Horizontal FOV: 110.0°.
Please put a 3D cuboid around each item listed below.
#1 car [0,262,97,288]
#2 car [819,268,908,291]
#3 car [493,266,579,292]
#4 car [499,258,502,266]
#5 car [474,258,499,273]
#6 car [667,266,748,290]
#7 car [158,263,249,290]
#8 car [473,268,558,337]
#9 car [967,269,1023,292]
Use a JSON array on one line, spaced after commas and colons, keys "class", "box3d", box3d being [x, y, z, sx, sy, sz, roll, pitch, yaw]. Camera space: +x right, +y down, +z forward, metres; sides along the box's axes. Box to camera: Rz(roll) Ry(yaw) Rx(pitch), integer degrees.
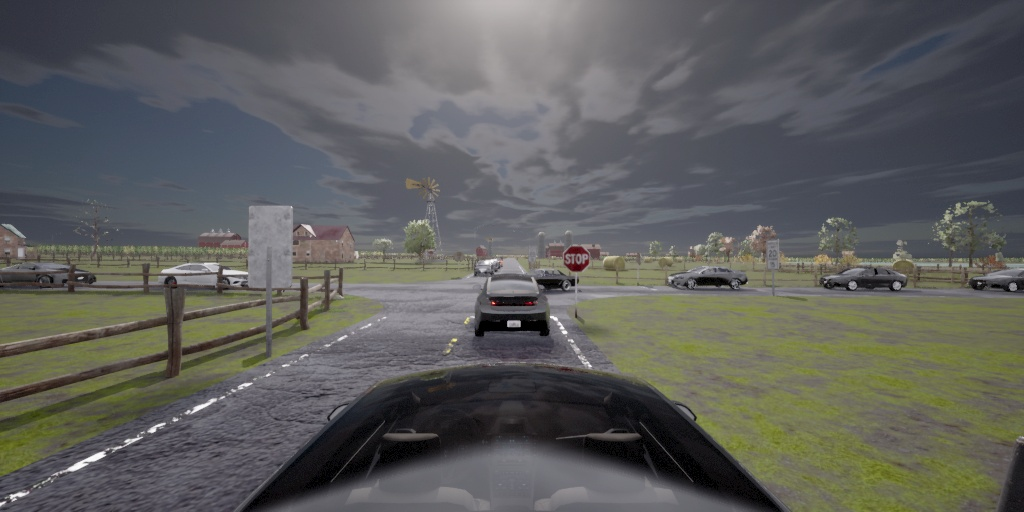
[{"class": "car", "box3d": [-26.346, 1.048, 20.218, 4.181, 1.385, 1.994, 1, -1, -1]}, {"class": "car", "box3d": [23.203, 1.509, 23.796, 4.892, 1.490, 1.837, 1, -1, -1]}, {"class": "car", "box3d": [1.517, 1.369, 20.403, 4.718, 1.301, 1.895, 1, 0, -35]}, {"class": "car", "box3d": [-2.809, 1.241, 46.494, 2.128, 1.511, 4.902, 0, 0, 0]}, {"class": "car", "box3d": [-2.825, 1.243, 37.048, 2.128, 1.511, 4.902, 0, 0, 0]}, {"class": "car", "box3d": [12.819, 1.397, 23.621, 4.902, 1.511, 2.128, 1, -1, -2]}, {"class": "car", "box3d": [-17.226, 1.103, 20.332, 4.674, 1.442, 1.812, 1, -1, -1]}, {"class": "car", "box3d": [-0.065, 1.256, 10.359, 1.837, 1.490, 4.892, 0, 0, -3]}, {"class": "car", "box3d": [33.580, 1.604, 23.916, 4.892, 1.490, 1.837, 1, -1, -1]}]
